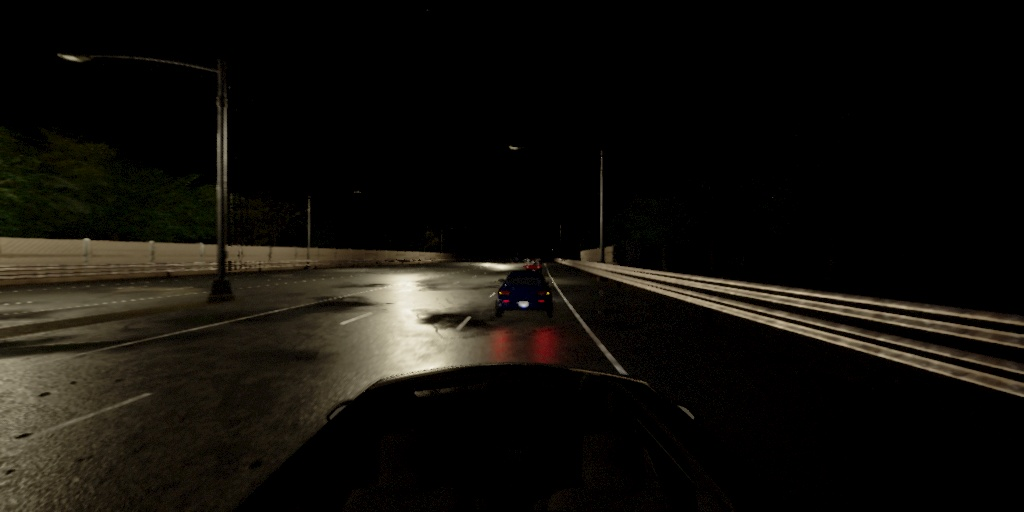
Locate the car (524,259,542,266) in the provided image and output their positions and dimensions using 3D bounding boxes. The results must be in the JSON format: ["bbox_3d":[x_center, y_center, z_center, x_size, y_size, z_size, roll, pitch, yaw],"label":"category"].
[{"bbox_3d":[2.460,1.282,41.683,1.895,1.301,4.718,0,0,5],"label":"car"}]

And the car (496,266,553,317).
[{"bbox_3d":[0.476,1.250,12.951,1.812,1.442,4.674,0,0,3],"label":"car"}]
